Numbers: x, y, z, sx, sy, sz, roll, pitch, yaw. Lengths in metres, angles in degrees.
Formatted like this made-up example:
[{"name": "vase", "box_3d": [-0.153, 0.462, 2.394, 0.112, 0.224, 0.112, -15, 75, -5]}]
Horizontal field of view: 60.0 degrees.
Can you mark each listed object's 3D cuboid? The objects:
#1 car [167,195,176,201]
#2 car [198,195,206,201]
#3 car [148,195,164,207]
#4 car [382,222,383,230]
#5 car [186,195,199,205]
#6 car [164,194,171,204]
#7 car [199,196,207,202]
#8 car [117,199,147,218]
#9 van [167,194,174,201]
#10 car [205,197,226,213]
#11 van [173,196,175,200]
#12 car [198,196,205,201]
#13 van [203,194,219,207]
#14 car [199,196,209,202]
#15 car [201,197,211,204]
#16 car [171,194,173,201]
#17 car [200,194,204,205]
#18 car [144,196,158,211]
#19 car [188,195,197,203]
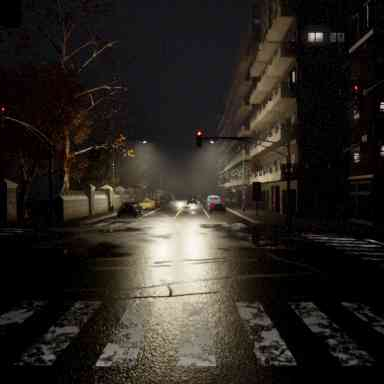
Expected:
[{"name": "car", "box_3d": [-5.678, 1.669, 92.794, 2.008, 1.369, 4.403, 0, 0, 0]}, {"name": "car", "box_3d": [2.702, 1.544, 87.164, 1.967, 1.590, 4.097, 0, 0, 0]}, {"name": "car", "box_3d": [-5.682, 1.347, 47.755, 2.192, 1.841, 5.009, 0, 0, 0]}, {"name": "car", "box_3d": [13.468, 1.604, 18.539, 5.009, 1.841, 2.192, 1, -1, -1]}, {"name": "car", "box_3d": [0.006, 1.597, 59.579, 2.033, 1.411, 5.357, 0, 0, 0]}, {"name": "car", "box_3d": [-5.681, 1.498, 64.646, 1.967, 1.590, 4.097, 0, 0, 0]}, {"name": "car", "box_3d": [2.700, 1.635, 81.534, 1.887, 1.381, 4.507, 0, 0, 0]}, {"name": "car", "box_3d": [-5.684, 1.580, 30.863, 1.947, 1.339, 4.313, 0, 0, 0]}, {"name": "van", "box_3d": [-5.678, 1.445, 87.165, 1.690, 1.788, 3.998, 0, 0, 0]}, {"name": "car", "box_3d": [2.697, 1.564, 36.492, 1.887, 1.381, 4.507, 0, 0, 0]}, {"name": "van", "box_3d": [-5.679, 1.432, 81.536, 1.690, 1.788, 3.998, 0, 0, 0]}, {"name": "car", "box_3d": [2.702, 1.700, 92.795, 1.802, 1.307, 4.206, 0, 0, 0]}, {"name": "van", "box_3d": [2.698, 1.366, 42.123, 1.690, 1.788, 3.998, 0, 0, 0]}, {"name": "car", "box_3d": [2.700, 1.629, 75.904, 2.008, 1.369, 4.403, 0, 0, 0]}, {"name": "car", "box_3d": [2.699, 1.602, 64.643, 1.887, 1.381, 4.507, 0, 0, 0]}, {"name": "car", "box_3d": [-5.680, 1.508, 70.275, 1.967, 1.590, 4.097, 0, 0, 0]}, {"name": "car", "box_3d": [2.699, 1.480, 53.384, 1.967, 1.590, 4.097, 0, 0, 0]}, {"name": "car", "box_3d": [-5.683, 1.550, 41.955, 1.752, 1.417, 4.829, 0, 0, 0]}, {"name": "car", "box_3d": [0.009, 1.444, 69.998, 1.837, 1.490, 4.892, 0, 0, 0]}]
